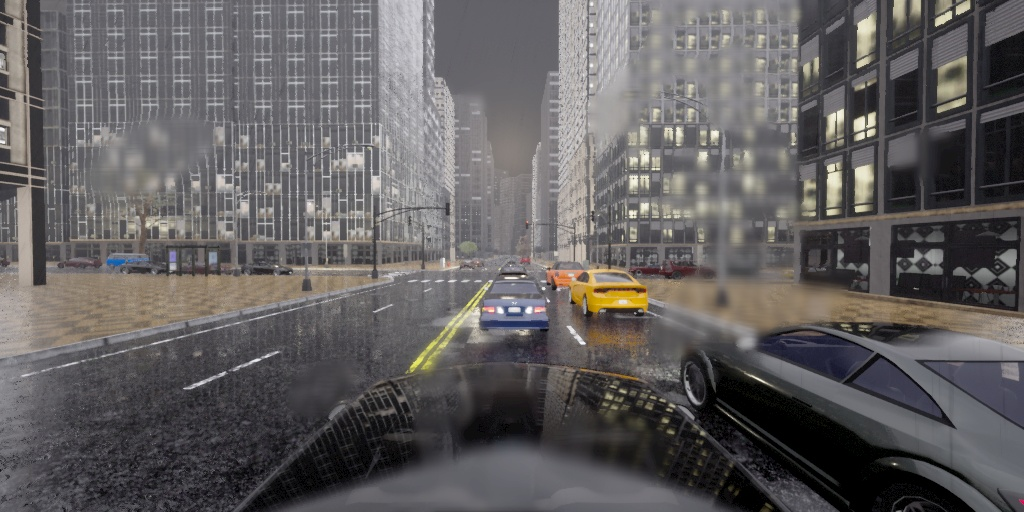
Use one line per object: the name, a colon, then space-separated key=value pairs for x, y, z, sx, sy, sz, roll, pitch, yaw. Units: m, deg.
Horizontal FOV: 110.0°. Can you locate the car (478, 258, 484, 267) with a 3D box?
car: x=-6.680 y=1.051 z=64.352 sx=2.097 sy=1.767 sz=4.553 roll=0 pitch=0 yaw=0

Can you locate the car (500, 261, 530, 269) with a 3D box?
car: x=0.065 y=1.231 z=20.579 sx=2.128 sy=1.511 sz=4.902 roll=0 pitch=0 yaw=0

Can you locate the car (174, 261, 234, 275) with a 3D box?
car: x=-28.476 y=1.136 z=33.515 sx=4.207 sy=1.307 sz=1.802 roll=0 pitch=0 yaw=1

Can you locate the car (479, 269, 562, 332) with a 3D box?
car: x=0.084 y=1.293 z=10.827 sx=2.033 sy=1.411 sz=5.357 roll=0 pitch=0 yaw=1

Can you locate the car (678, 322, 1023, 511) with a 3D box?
car: x=3.337 y=1.313 z=3.400 sx=1.994 sy=1.385 sz=4.181 roll=0 pitch=0 yaw=1

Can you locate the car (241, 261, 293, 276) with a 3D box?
car: x=-22.791 y=1.172 z=33.393 sx=4.313 sy=1.339 sz=1.948 roll=0 pitch=0 yaw=1

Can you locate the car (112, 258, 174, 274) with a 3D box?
car: x=-34.157 y=1.067 z=33.678 sx=4.313 sy=1.339 sz=1.948 roll=0 pitch=0 yaw=1

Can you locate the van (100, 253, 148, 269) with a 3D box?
van: x=-45.364 y=0.602 z=42.317 sx=3.998 sy=1.789 sz=1.690 roll=0 pitch=0 yaw=1

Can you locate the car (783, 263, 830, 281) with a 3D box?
car: x=27.583 y=1.576 z=32.765 sx=4.829 sy=1.417 sz=1.751 roll=0 pitch=0 yaw=1

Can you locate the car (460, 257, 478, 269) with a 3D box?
car: x=-6.692 y=1.275 z=54.351 sx=1.994 sy=1.385 sz=4.181 roll=0 pitch=0 yaw=0

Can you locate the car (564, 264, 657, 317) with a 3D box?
car: x=3.328 y=1.222 z=13.233 sx=1.882 sy=1.535 sz=5.008 roll=0 pitch=0 yaw=0

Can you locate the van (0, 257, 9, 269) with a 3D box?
van: x=-51.201 y=0.685 z=34.043 sx=3.998 sy=1.789 sz=1.690 roll=0 pitch=0 yaw=1

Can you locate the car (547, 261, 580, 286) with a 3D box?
car: x=3.311 y=1.091 z=22.238 sx=2.097 sy=1.767 sz=4.553 roll=0 pitch=0 yaw=0

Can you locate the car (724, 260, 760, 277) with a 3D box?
car: x=23.906 y=1.279 z=38.595 sx=4.553 sy=1.767 sz=2.097 roll=1 pitch=1 yaw=1

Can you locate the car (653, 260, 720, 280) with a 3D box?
car: x=16.135 y=1.267 z=32.940 sx=5.009 sy=1.841 sz=2.192 roll=0 pitch=0 yaw=1

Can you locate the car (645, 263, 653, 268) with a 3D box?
car: x=15.009 y=1.448 z=38.766 sx=4.718 sy=1.301 sz=1.895 roll=1 pitch=1 yaw=2
